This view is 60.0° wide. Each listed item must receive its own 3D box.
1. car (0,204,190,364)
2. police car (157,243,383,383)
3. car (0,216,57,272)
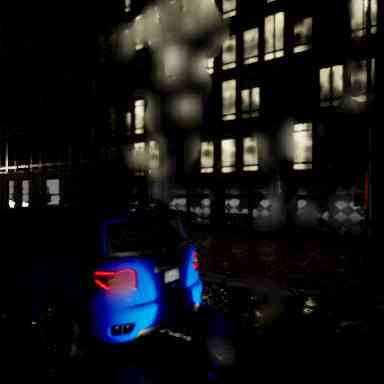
[{"bbox_3d":[-2.456,1.236,6.121,5.566,2.045,2.150,0,0,36],"label":"car"},{"bbox_3d":[2.354,1.440,2.670,5.238,1.638,1.930,0,0,36],"label":"police car"},{"bbox_3d":[-6.624,1.595,11.313,4.206,1.307,1.802,0,0,36],"label":"car"}]
